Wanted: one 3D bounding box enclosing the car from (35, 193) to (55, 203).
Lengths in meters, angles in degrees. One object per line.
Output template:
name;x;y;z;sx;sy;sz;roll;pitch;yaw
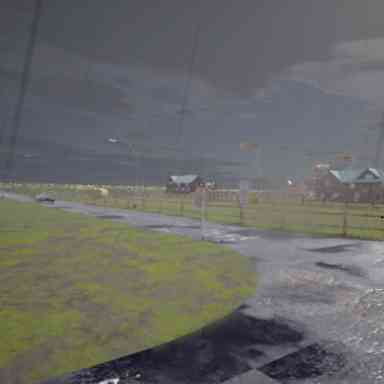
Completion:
car;-21.255;0.839;48.086;1.994;1.385;4.181;1;0;-36
